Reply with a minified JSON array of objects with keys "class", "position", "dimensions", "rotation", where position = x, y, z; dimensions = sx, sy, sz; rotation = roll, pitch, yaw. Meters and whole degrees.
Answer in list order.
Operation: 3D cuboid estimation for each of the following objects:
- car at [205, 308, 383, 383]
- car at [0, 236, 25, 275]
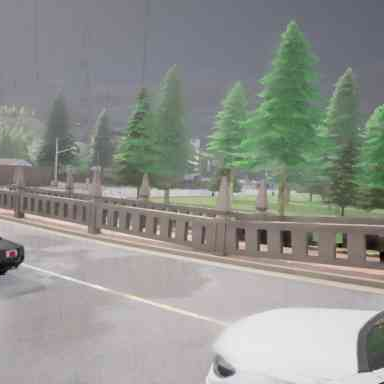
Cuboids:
[{"class":"car","position":[2.305,1.526,2.348],"dimensions":[4.674,1.442,1.812],"rotation":[0,0,35]},{"class":"car","position":[-6.374,1.364,8.501],"dimensions":[4.718,1.301,1.895],"rotation":[3,2,35]}]
